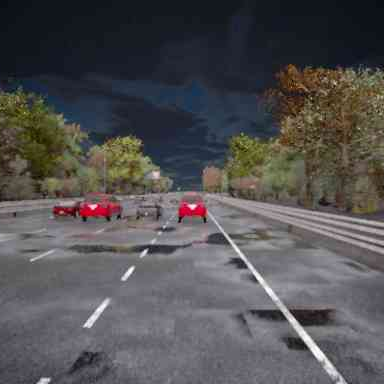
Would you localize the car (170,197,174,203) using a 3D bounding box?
[{"bbox_3d":[-3.306,1.543,66.651,1.895,1.301,4.718,0,0,1],"label":"car"}]

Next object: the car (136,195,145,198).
[{"bbox_3d":[-10.291,1.434,66.797,2.128,1.511,4.902,0,0,1],"label":"car"}]

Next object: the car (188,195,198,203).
[{"bbox_3d":[0.214,1.418,67.512,1.882,1.535,5.008,0,0,1],"label":"car"}]

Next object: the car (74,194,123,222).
[{"bbox_3d":[-6.953,1.198,26.062,2.150,2.045,5.566,0,0,1],"label":"car"}]

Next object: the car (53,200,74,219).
[{"bbox_3d":[-10.430,1.449,29.156,1.882,1.535,5.008,0,0,0],"label":"car"}]

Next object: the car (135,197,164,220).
[{"bbox_3d":[-3.438,1.466,27.836,2.128,1.511,4.902,0,0,0],"label":"car"}]

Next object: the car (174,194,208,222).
[{"bbox_3d":[0.048,1.197,26.134,2.150,2.045,5.566,0,0,1],"label":"car"}]
